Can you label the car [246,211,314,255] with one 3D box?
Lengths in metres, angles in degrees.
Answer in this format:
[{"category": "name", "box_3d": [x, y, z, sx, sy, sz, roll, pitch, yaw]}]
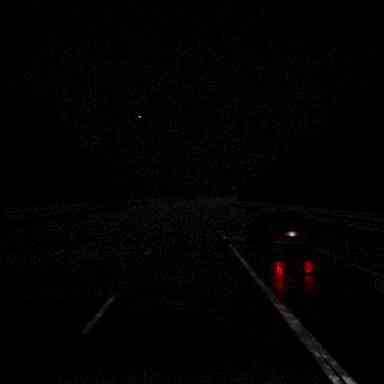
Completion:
[{"category": "car", "box_3d": [3.530, 1.590, 14.045, 2.033, 1.649, 4.856, 0, -1, 0]}]
